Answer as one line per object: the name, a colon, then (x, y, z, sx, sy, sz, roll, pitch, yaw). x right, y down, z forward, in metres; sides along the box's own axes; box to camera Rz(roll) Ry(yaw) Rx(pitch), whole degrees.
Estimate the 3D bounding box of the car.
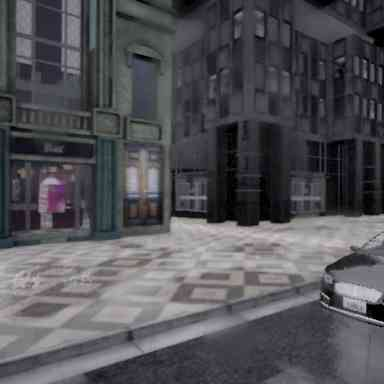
car: (4.528, 1.494, 6.606, 4.902, 1.511, 2.128, 0, 0, -35)
